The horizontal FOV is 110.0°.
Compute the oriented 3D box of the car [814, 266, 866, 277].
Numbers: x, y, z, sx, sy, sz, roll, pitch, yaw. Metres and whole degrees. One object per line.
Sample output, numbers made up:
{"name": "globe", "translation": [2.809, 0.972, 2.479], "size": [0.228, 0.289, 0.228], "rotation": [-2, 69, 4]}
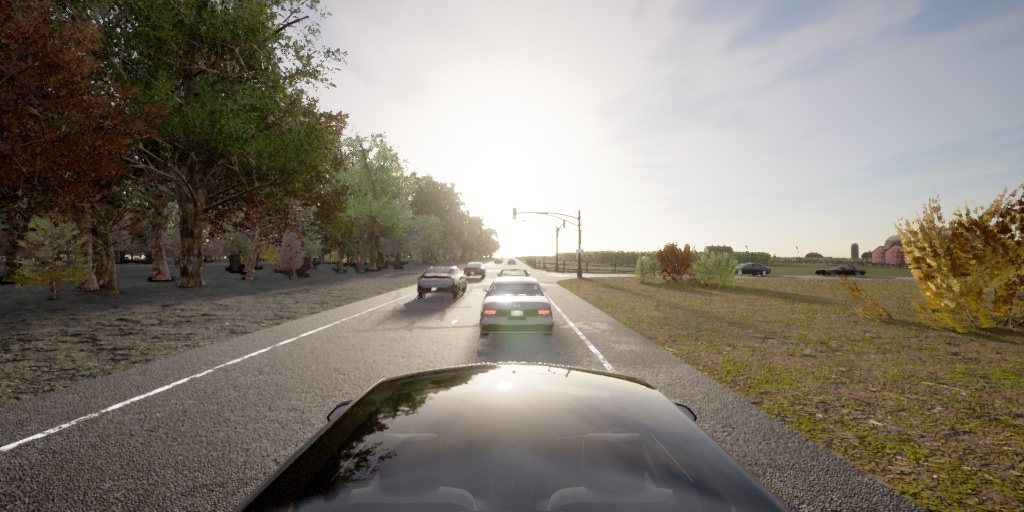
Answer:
{"name": "car", "translation": [38.833, 1.833, 42.532], "size": [4.718, 1.301, 1.895], "rotation": [1, -1, 0]}

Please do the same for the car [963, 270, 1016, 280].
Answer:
{"name": "car", "translation": [51.394, 1.909, 38.858], "size": [4.718, 1.301, 1.895], "rotation": [1, -1, 1]}

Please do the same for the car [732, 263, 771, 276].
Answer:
{"name": "car", "translation": [27.959, 1.618, 42.582], "size": [4.892, 1.490, 1.837], "rotation": [1, -1, 0]}

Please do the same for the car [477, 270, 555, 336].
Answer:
{"name": "car", "translation": [0.090, 1.300, 10.369], "size": [2.033, 1.411, 5.357], "rotation": [0, 0, 0]}

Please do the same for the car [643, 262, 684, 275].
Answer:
{"name": "car", "translation": [17.973, 1.496, 42.642], "size": [4.902, 1.511, 2.128], "rotation": [1, -1, 1]}

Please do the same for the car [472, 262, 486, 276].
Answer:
{"name": "car", "translation": [-3.422, 1.282, 33.322], "size": [1.812, 1.442, 4.674], "rotation": [0, 0, 0]}

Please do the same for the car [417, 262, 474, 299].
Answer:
{"name": "car", "translation": [-3.412, 1.245, 18.154], "size": [2.128, 1.511, 4.902], "rotation": [0, 0, 0]}
